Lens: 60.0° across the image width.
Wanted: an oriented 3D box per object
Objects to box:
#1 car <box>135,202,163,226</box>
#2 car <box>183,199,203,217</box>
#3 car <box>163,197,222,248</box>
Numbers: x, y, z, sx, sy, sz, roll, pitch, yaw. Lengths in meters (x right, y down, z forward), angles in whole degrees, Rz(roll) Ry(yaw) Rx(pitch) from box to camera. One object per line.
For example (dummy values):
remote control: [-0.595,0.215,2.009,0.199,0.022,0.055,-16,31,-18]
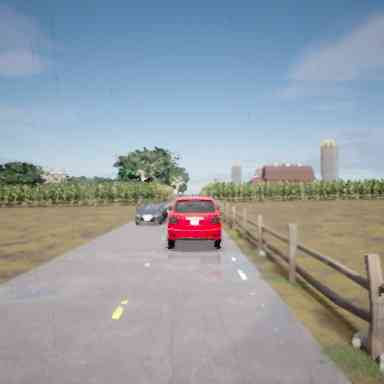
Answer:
car: [-2.850,1.486,23.680,2.128,1.511,4.902,0,0,0]
car: [0.099,1.487,32.269,1.837,1.490,4.892,0,0,0]
car: [0.098,1.223,14.987,2.150,2.045,5.566,0,0,0]
